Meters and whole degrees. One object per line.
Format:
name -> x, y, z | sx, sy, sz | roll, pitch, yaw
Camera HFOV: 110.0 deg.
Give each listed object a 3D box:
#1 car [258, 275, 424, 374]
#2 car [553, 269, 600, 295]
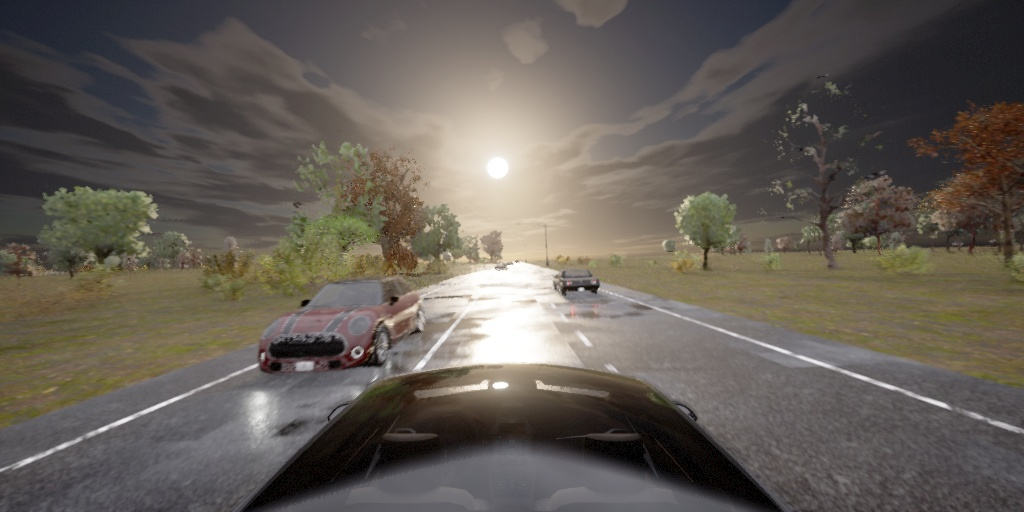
car -> -3.555, 1.298, 8.341 | 2.097, 1.767, 4.553 | -2, 0, 0
car -> 3.394, 1.373, 19.866 | 1.895, 1.301, 4.718 | -2, 0, 0
